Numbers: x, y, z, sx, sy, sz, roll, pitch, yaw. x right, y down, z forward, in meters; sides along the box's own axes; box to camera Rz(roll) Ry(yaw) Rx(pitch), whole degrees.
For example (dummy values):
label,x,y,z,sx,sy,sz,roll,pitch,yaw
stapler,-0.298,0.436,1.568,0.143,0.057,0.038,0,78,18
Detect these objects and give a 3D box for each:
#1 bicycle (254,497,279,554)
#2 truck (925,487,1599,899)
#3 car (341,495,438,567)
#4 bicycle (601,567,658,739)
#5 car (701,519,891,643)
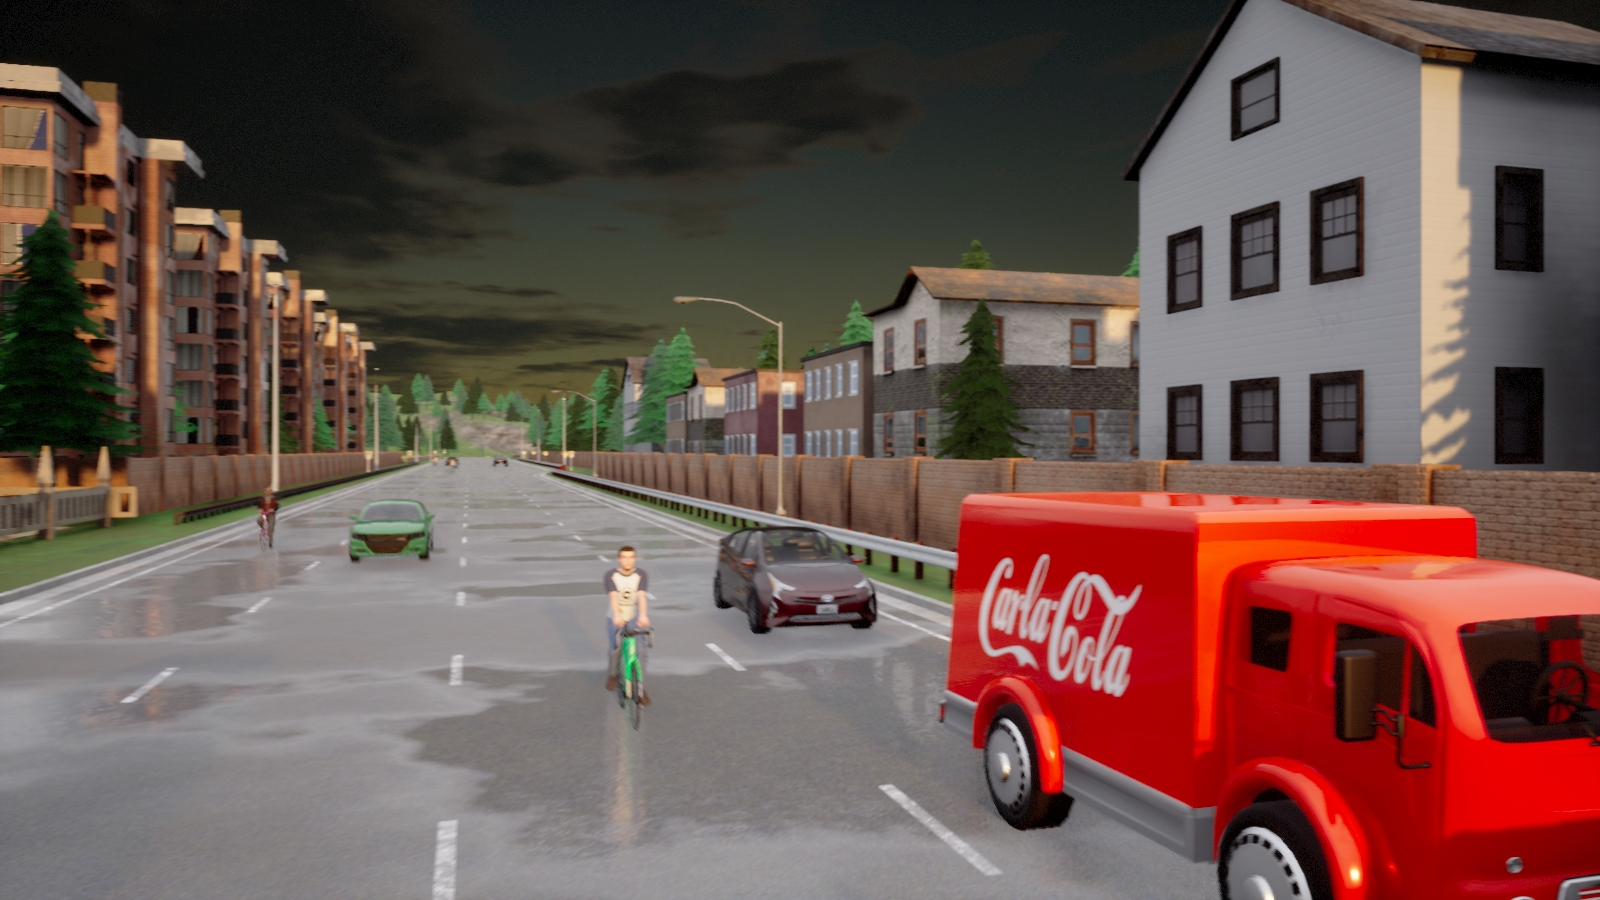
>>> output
label,x,y,z,sx,sy,sz,roll,pitch,yaw
bicycle,-14.819,2.067,31.764,0.329,1.471,1.835,0,0,-16
truck,3.070,1.577,7.712,2.627,2.467,5.204,0,0,-16
car,-10.705,2.045,30.118,2.097,1.535,5.006,0,0,-16
bicycle,-1.802,2.064,11.981,0.373,1.496,1.643,0,0,-16
car,-0.222,2.054,19.085,2.007,1.525,4.514,0,0,-16
